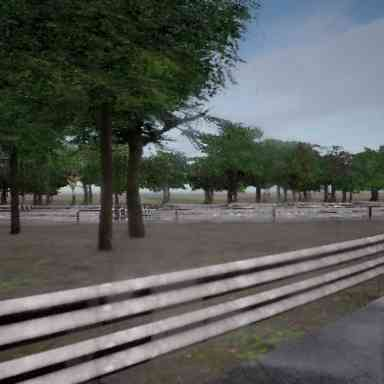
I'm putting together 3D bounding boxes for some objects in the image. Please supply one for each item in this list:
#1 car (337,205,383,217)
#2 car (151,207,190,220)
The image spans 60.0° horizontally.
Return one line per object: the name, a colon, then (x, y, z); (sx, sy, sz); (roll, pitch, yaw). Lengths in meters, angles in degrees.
car: (20.550, 2.232, 40.512); (5.357, 1.411, 2.033); (-1, 0, -1)
car: (-2.593, 2.549, 40.035); (4.674, 1.442, 1.812); (-1, 0, -1)
